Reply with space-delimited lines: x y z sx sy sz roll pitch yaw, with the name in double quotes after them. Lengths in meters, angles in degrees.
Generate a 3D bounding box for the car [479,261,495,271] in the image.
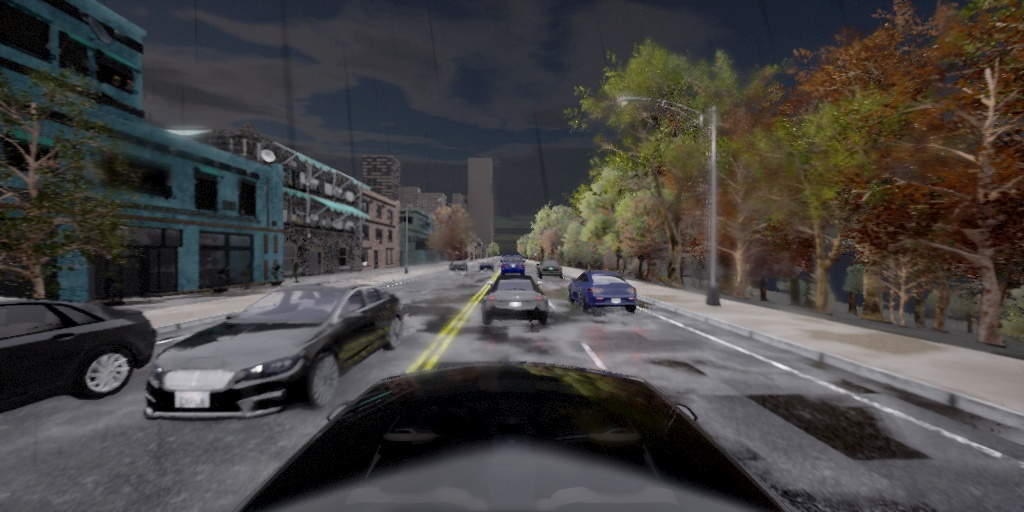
-3.346 1.342 47.905 1.895 1.301 4.718 0 0 0 "car"

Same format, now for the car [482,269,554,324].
0.096 1.312 11.978 1.994 1.385 4.181 0 0 0 "car"

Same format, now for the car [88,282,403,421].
-3.352 1.241 6.210 2.128 1.511 4.902 0 0 0 "car"

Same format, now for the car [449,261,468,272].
-6.605 1.289 45.100 2.033 1.411 5.357 0 0 0 "car"

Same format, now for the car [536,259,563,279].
3.339 1.096 32.894 2.097 1.767 4.553 0 0 0 "car"

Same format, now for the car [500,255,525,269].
0.089 0.965 33.834 2.150 2.045 5.566 0 0 0 "car"

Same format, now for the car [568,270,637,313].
3.359 1.274 13.853 1.812 1.442 4.674 0 0 0 "car"

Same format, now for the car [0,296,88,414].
-6.602 1.254 3.676 1.837 1.490 4.892 0 0 0 "car"
